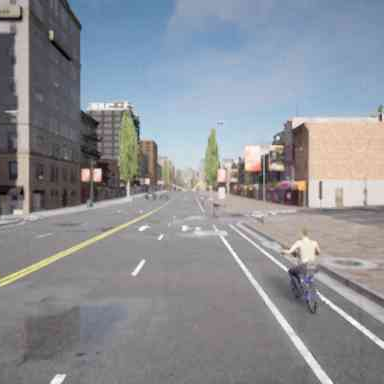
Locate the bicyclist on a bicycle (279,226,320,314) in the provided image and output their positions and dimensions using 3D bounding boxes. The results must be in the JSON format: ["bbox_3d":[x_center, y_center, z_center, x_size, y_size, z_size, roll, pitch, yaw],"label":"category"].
[{"bbox_3d":[2.256,1.502,6.777,0.866,1.612,1.509,0,0,0],"label":"bicyclist on a bicycle"}]

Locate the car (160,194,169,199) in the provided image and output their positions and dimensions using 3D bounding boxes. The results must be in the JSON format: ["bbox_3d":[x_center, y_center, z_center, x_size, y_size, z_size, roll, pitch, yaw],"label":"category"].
[{"bbox_3d":[-6.682,1.062,81.221,1.994,1.385,4.181,0,1,0],"label":"car"}]

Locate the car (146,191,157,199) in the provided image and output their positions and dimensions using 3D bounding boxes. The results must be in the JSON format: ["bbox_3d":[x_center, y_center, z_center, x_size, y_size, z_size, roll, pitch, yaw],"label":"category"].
[{"bbox_3d":[-9.932,0.735,81.179,2.150,2.045,5.566,0,1,0],"label":"car"}]

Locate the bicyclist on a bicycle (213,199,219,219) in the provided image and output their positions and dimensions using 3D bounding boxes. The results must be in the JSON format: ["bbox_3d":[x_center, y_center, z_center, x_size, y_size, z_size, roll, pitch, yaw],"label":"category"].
[{"bbox_3d":[2.181,1.514,30.134,0.659,1.776,1.843,-1,3,0],"label":"bicyclist on a bicycle"}]

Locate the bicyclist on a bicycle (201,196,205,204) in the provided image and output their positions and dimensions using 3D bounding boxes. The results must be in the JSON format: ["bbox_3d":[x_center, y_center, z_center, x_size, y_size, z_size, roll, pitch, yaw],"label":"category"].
[{"bbox_3d":[2.167,1.553,64.222,0.866,1.612,1.509,0,1,-1],"label":"bicyclist on a bicycle"}]
